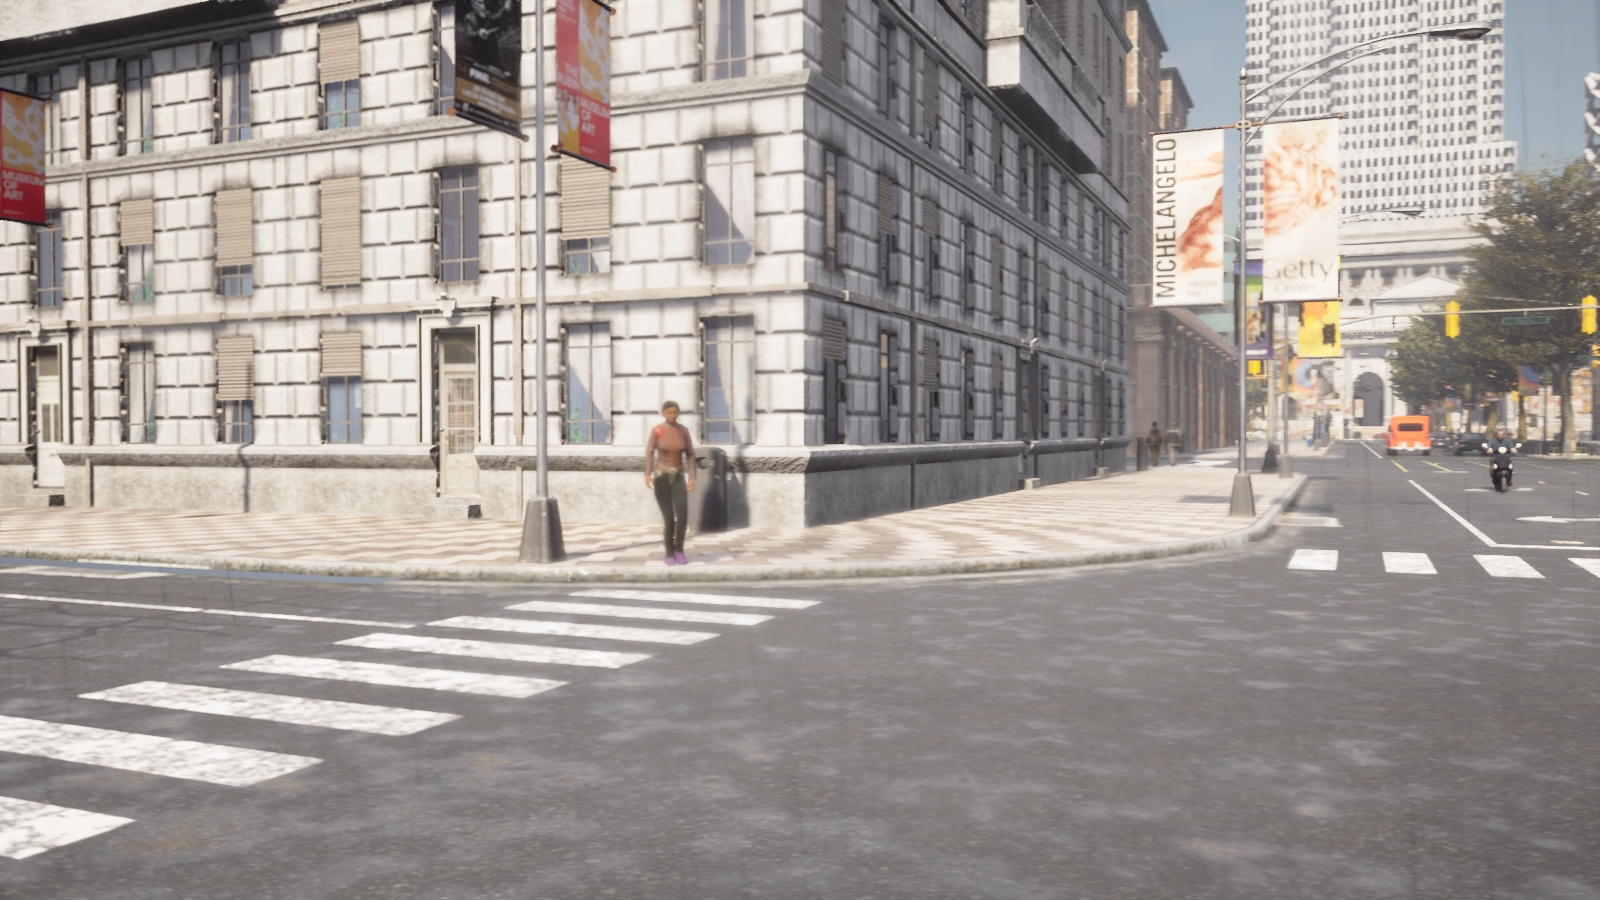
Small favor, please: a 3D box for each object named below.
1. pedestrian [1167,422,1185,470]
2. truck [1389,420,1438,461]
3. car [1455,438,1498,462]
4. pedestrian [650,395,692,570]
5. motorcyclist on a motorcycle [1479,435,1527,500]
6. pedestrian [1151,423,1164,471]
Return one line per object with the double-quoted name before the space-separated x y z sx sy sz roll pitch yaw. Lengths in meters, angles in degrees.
"pedestrian" 15.013 -0.157 50.099 0.563 1.883 0.849 1 1 24
"truck" 38.450 -0.607 78.793 2.627 2.467 5.204 1 1 24
"car" 42.097 -0.049 78.232 2.033 1.411 5.357 1 1 24
"pedestrian" -1.387 0.328 13.428 0.328 1.805 0.869 0 1 -14
"motorcyclist on a motorcycle" 17.799 0.408 31.819 0.866 1.590 1.817 1 1 24
"pedestrian" 14.363 -0.134 50.471 0.396 1.930 0.692 1 1 22
